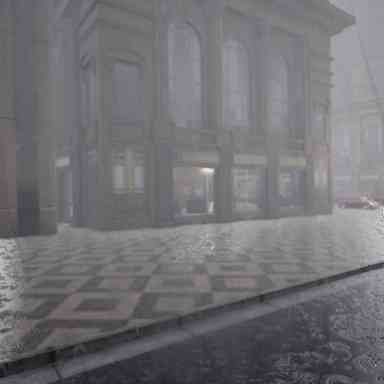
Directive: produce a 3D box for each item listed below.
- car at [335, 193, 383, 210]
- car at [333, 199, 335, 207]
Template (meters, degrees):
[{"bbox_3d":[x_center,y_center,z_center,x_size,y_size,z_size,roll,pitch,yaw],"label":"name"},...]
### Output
[{"bbox_3d":[18.965,1.231,37.681,1.967,1.590,4.097,-1,1,-35],"label":"car"},{"bbox_3d":[15.831,1.330,42.128,1.887,1.381,4.507,-1,1,-35],"label":"car"}]
